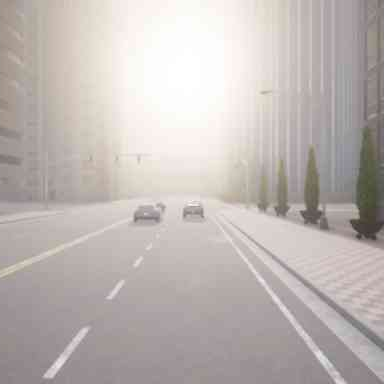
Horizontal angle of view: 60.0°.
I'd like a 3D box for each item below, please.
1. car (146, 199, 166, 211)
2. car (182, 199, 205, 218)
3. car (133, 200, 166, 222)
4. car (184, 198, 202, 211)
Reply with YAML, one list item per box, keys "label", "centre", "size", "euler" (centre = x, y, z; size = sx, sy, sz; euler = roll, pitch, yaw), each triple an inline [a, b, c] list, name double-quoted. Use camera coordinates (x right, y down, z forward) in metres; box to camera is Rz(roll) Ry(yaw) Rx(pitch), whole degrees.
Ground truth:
- label: "car"
  centre: [-4.545, 1.583, 41.382]
  size: [1.895, 1.301, 4.718]
  euler: [0, 0, -15]
- label: "car"
  centre: [0.145, 1.480, 29.988]
  size: [2.128, 1.511, 4.902]
  euler: [0, 0, 1]
- label: "car"
  centre: [-3.352, 1.552, 26.079]
  size: [1.994, 1.385, 4.181]
  euler: [0, 0, 0]
- label: "car"
  centre: [0.138, 1.532, 40.929]
  size: [2.033, 1.411, 5.357]
  euler: [0, 0, 1]
